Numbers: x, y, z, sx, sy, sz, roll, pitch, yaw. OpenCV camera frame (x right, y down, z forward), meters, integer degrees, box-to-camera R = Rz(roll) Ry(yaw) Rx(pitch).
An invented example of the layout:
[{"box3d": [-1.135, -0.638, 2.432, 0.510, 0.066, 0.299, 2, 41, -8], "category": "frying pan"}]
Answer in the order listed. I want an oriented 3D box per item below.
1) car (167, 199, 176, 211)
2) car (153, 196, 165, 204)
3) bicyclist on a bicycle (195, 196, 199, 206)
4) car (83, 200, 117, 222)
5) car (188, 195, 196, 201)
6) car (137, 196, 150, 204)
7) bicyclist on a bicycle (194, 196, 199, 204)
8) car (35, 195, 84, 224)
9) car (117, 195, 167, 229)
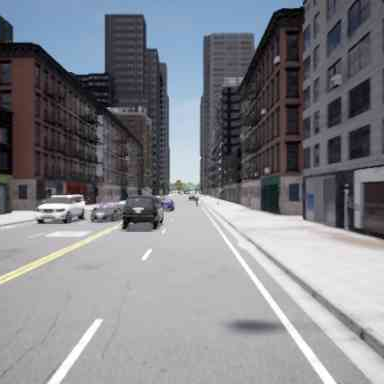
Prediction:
[{"box3d": [-3.145, 1.561, 42.029, 1.812, 1.442, 4.674, 0, 0, 0], "category": "car"}, {"box3d": [-6.496, 1.590, 66.596, 1.994, 1.385, 4.181, 0, 0, 0], "category": "car"}, {"box3d": [0.901, 1.503, 55.074, 0.582, 1.620, 1.656, 0, -1, 0], "category": "bicyclist on a bicycle"}, {"box3d": [-6.589, 1.512, 26.274, 2.128, 1.511, 4.902, 0, 0, 0], "category": "car"}, {"box3d": [0.009, 1.577, 86.209, 1.837, 1.490, 4.892, 0, 0, 0], "category": "car"}, {"box3d": [-9.746, 1.512, 66.588, 1.882, 1.535, 5.008, 0, 0, 0], "category": "car"}, {"box3d": [0.898, 1.498, 64.640, 0.866, 1.612, 1.509, 0, -1, 0], "category": "bicyclist on a bicycle"}, {"box3d": [-9.842, 1.237, 25.458, 2.150, 2.045, 5.566, 0, 0, 0], "category": "car"}, {"box3d": [-3.147, 1.237, 22.112, 2.150, 2.045, 5.566, 0, 0, 0], "category": "car"}]
